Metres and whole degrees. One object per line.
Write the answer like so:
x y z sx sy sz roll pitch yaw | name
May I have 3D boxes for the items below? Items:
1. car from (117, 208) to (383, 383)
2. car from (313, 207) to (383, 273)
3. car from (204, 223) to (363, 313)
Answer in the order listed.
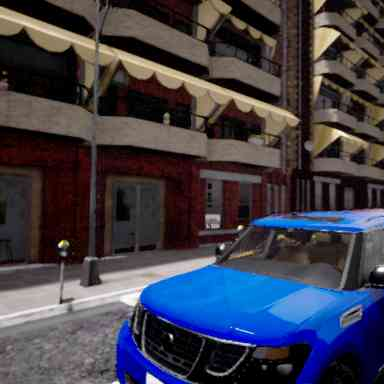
1.763 1.326 4.621 5.566 2.045 2.150 1 -2 -42 | car
6.908 1.582 12.674 5.009 1.841 2.192 1 0 -42 | car
2.669 1.718 8.857 4.829 1.417 1.752 1 0 -42 | car
